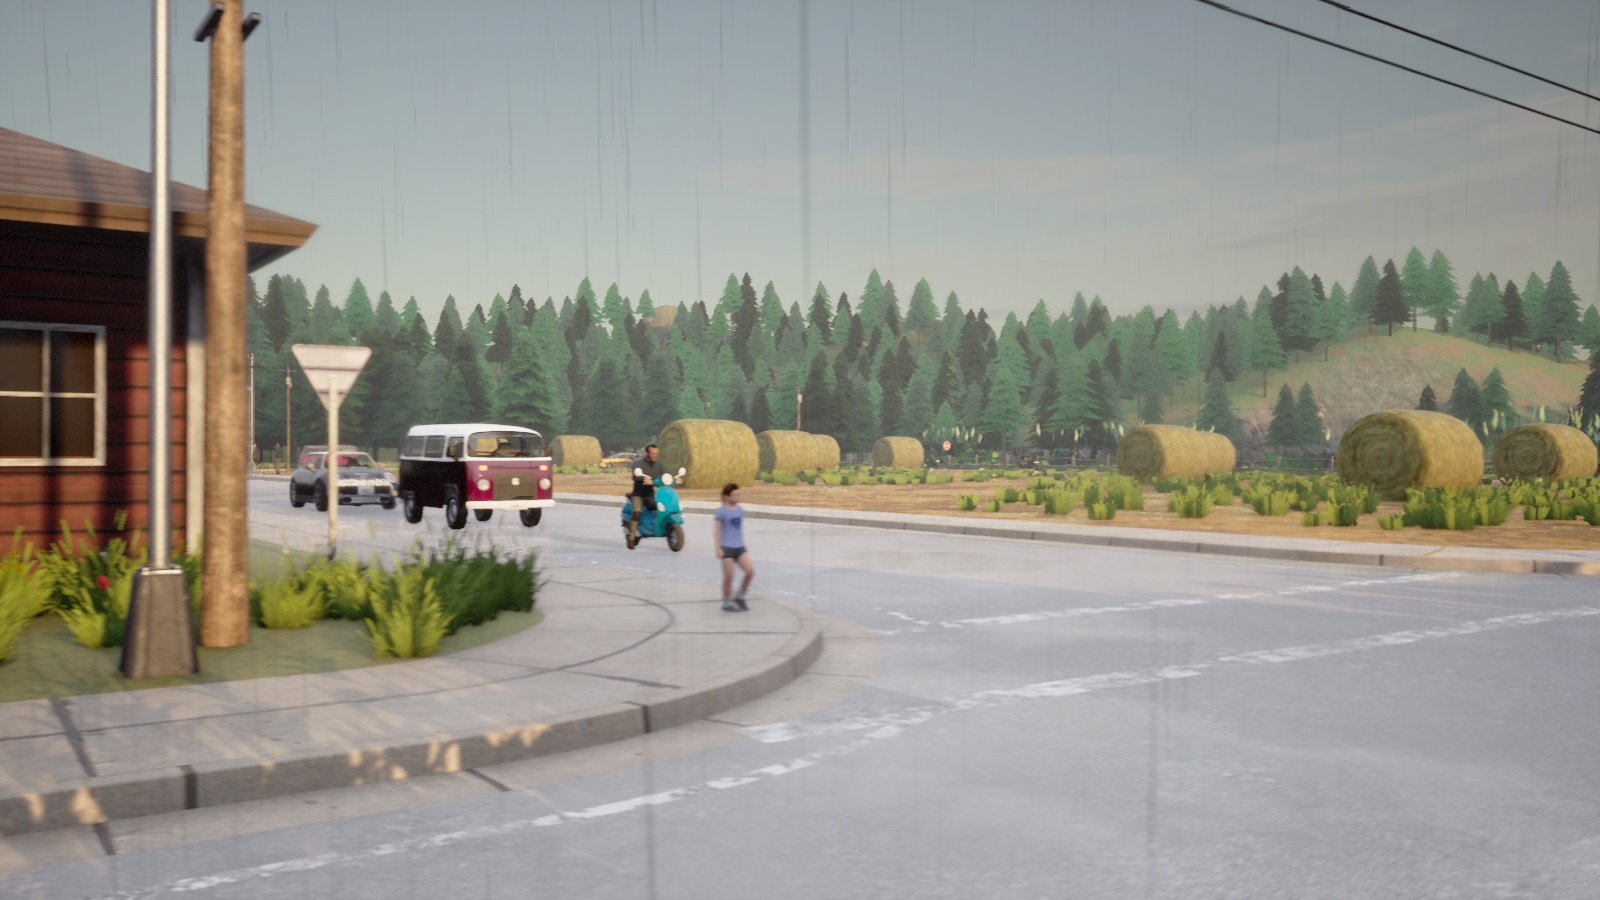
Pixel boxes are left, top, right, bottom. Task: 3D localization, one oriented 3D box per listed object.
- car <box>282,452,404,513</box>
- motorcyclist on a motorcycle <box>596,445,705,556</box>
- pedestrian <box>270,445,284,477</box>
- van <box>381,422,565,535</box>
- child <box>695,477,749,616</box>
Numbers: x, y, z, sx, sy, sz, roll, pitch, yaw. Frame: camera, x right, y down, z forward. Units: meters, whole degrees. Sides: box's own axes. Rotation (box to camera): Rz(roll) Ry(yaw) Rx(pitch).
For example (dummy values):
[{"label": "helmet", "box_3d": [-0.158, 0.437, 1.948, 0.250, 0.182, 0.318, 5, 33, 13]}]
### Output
[{"label": "car", "box_3d": [-11.748, 0.785, 32.159, 1.970, 1.475, 3.806, 0, 0, -36]}, {"label": "motorcyclist on a motorcycle", "box_3d": [-2.281, 0.720, 18.986, 0.866, 1.590, 1.817, 0, 0, -36]}, {"label": "pedestrian", "box_3d": [-29.706, 0.613, 71.342, 0.726, 1.842, 0.402, 0, 0, 33]}, {"label": "van", "box_3d": [-6.590, 0.514, 24.982, 2.069, 2.038, 4.480, 0, 0, -36]}, {"label": "child", "box_3d": [-0.648, 0.786, 10.381, 0.255, 1.110, 0.394, 0, 0, -41]}]
